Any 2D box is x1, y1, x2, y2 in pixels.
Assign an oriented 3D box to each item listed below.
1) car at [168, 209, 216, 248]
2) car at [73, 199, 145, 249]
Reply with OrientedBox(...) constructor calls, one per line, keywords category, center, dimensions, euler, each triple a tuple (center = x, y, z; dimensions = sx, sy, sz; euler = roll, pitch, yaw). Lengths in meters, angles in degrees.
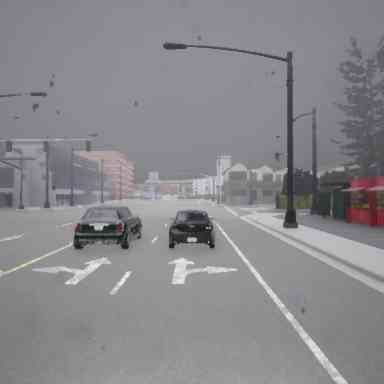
OrientedBox(category="car", center=(0.000, 1.521, 14.652), dimensions=(1.837, 1.490, 4.892), euler=(0, 0, 0))
OrientedBox(category="car", center=(-3.500, 1.371, 14.623), dimensions=(2.097, 1.767, 4.553), euler=(0, 0, 0))
